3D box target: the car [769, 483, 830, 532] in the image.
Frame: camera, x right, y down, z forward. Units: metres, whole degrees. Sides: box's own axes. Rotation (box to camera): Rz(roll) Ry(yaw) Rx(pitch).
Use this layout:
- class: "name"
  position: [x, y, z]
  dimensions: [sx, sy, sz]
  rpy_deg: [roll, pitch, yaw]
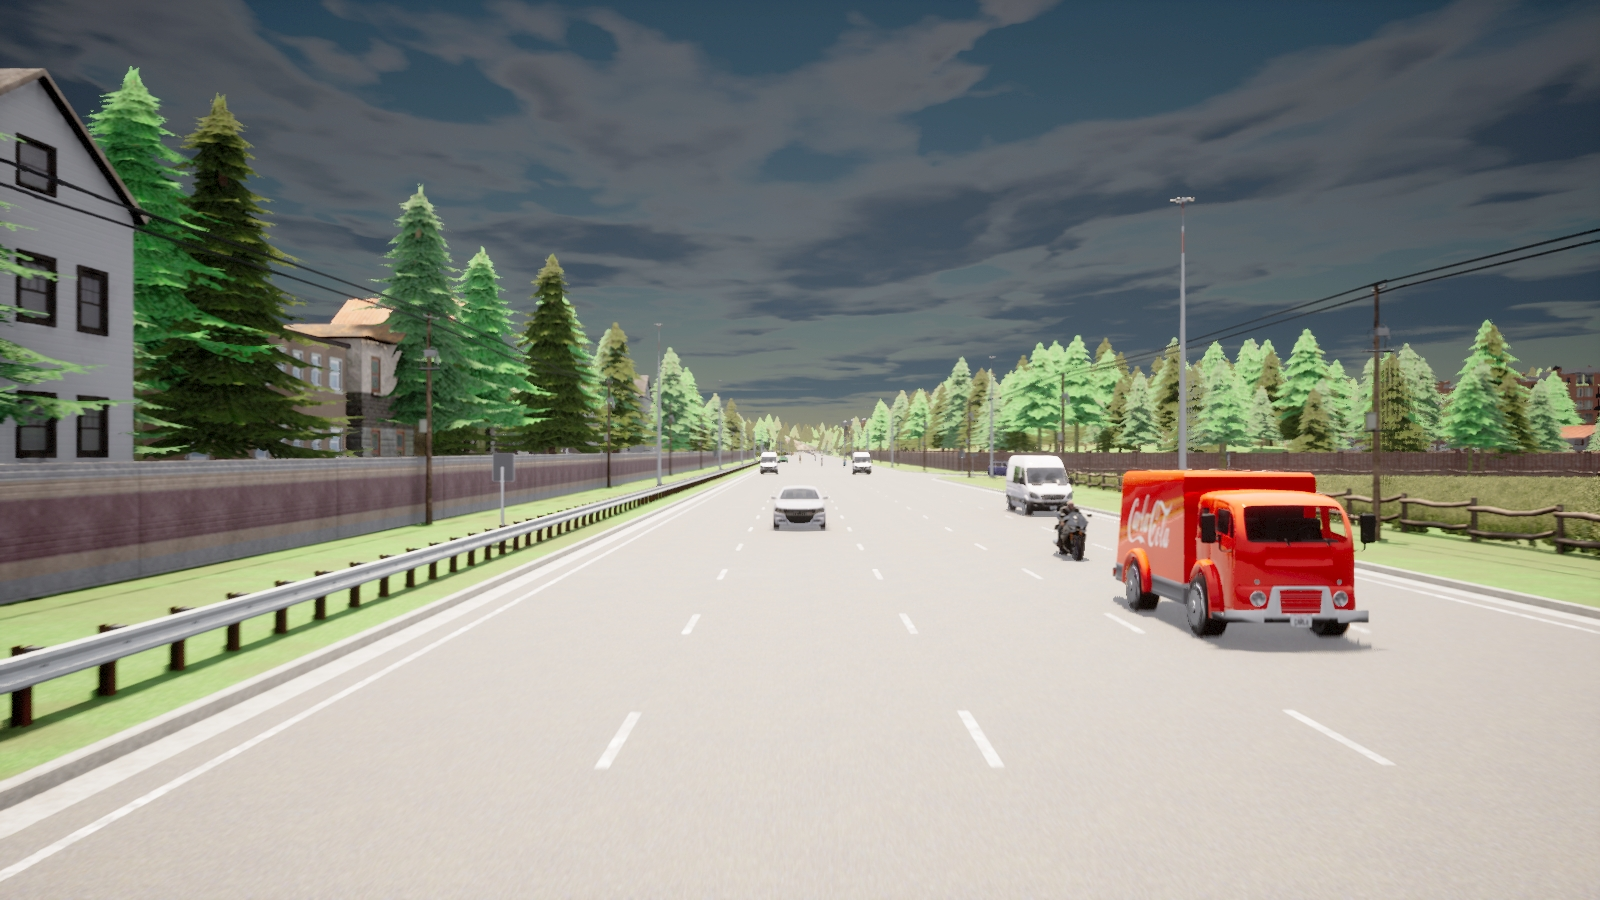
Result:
- class: "car"
  position: [-0.015, 2.034, 41.641]
  dimensions: [2.097, 1.535, 5.006]
  rpy_deg: [0, 0, 0]

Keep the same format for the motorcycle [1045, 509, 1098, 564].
- class: "motorcycle"
  position: [7.001, 2.205, 29.583]
  dimensions: [0.867, 1.251, 2.209]
  rpy_deg: [0, 0, 0]

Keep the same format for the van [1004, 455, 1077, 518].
- class: "van"
  position: [10.499, 1.534, 50.302]
  dimensions: [1.988, 2.561, 5.915]
  rpy_deg: [0, 0, 0]

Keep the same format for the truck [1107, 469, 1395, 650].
- class: "truck"
  position: [7.000, 1.570, 18.567]
  dimensions: [2.627, 2.467, 5.204]
  rpy_deg: [0, 0, 0]
